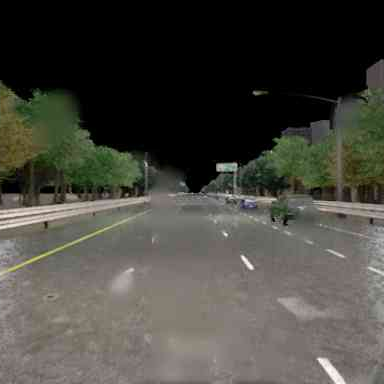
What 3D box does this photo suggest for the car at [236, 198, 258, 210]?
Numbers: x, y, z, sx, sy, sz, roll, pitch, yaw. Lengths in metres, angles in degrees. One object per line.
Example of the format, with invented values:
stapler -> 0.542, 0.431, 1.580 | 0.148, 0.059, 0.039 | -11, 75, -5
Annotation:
car -> 7.092, 1.549, 42.167 | 1.812, 1.442, 4.674 | 0, 0, 0

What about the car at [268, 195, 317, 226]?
car -> 7.027, 1.225, 23.659 | 2.150, 2.045, 5.566 | 0, 0, 0

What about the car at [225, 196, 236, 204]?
car -> 7.201, 1.556, 61.905 | 1.812, 1.442, 4.674 | 0, 0, 0
